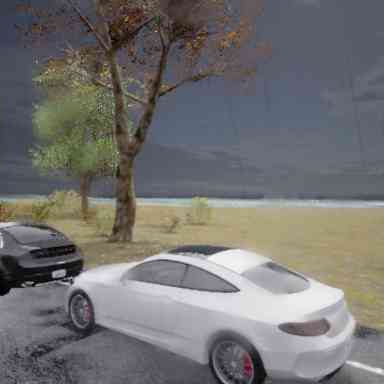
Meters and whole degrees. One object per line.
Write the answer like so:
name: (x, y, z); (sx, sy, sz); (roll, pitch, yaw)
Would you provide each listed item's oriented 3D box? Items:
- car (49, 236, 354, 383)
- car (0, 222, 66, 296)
car: (-0.053, 1.574, 5.219); (4.674, 1.442, 1.812); (0, -1, 36)
car: (-4.876, 1.558, 8.786); (4.892, 1.490, 1.837); (0, -1, 36)
